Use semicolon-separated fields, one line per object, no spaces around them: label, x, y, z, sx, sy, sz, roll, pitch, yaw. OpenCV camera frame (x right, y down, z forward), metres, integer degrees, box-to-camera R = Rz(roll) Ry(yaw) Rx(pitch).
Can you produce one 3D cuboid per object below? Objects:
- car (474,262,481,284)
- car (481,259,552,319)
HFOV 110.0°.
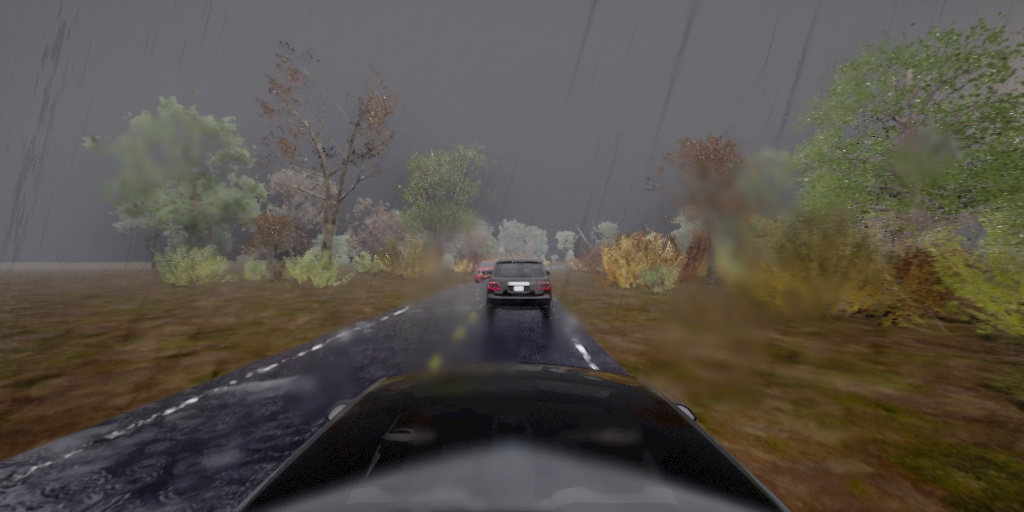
car;-1.938;1.384;32.160;2.150;2.045;5.566;0;-1;4
car;0.299;1.133;13.677;2.150;2.045;5.566;0;-1;2
